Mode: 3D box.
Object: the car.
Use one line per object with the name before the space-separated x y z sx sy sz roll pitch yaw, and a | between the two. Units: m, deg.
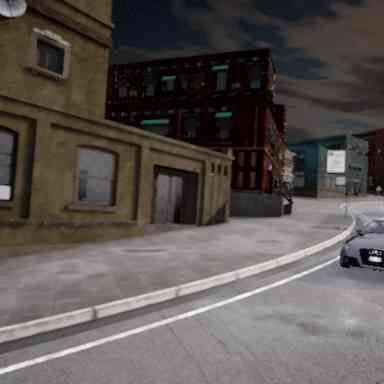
car | 6.061 1.552 10.082 1.994 1.385 4.181 1 1 42
